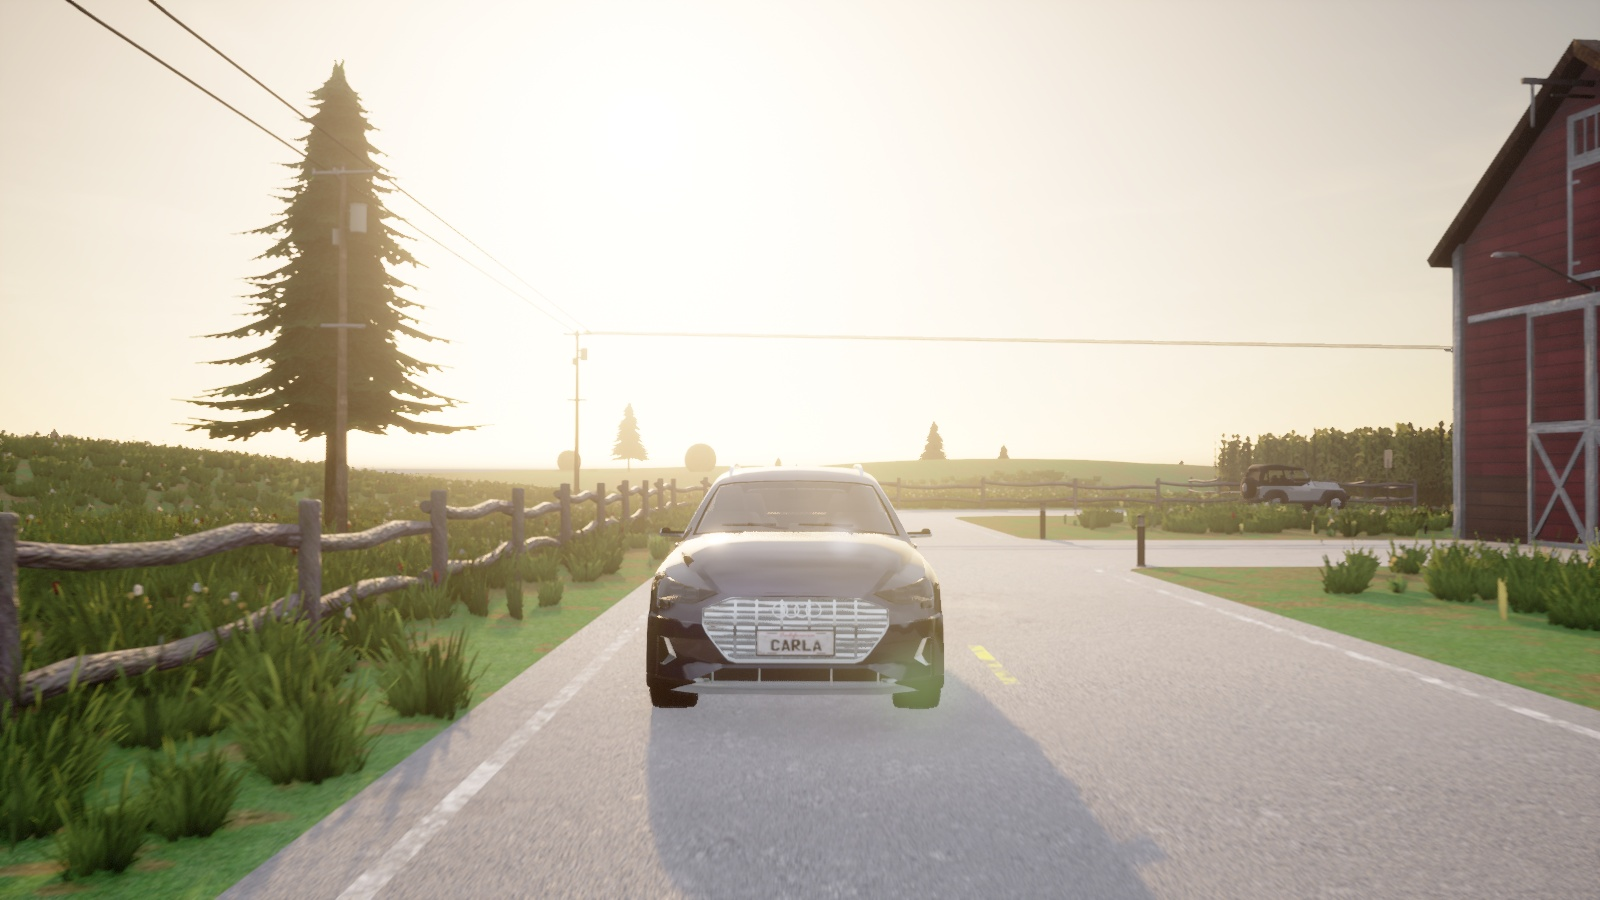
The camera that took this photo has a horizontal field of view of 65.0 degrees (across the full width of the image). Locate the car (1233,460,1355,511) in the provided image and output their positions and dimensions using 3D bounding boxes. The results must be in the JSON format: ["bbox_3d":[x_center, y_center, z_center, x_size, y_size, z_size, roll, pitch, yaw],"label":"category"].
[{"bbox_3d":[18.774,1.336,47.859,3.866,1.878,1.905,0,-1,-5],"label":"car"}]

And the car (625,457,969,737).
[{"bbox_3d":[-0.025,0.910,9.866,2.033,1.649,4.856,0,-1,0],"label":"car"}]
